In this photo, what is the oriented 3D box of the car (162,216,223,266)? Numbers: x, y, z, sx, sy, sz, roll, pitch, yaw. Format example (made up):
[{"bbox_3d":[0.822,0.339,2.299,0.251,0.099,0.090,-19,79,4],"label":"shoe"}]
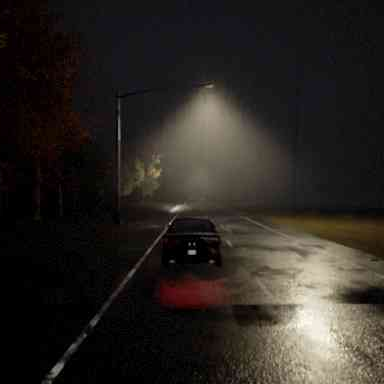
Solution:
[{"bbox_3d":[0.002,1.610,12.050,1.882,1.535,5.008,0,-1,0],"label":"car"}]
